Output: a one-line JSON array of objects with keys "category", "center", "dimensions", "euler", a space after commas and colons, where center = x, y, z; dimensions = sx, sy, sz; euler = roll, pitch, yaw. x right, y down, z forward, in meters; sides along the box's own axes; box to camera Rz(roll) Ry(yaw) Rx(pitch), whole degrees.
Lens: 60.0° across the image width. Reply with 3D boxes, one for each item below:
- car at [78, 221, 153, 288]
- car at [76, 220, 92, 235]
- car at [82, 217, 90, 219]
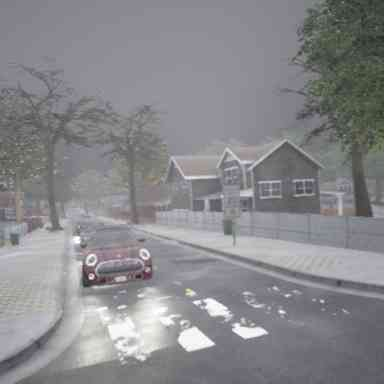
[{"category": "car", "center": [-2.784, 2.059, 11.836], "dimensions": [2.097, 1.767, 4.553], "euler": [-3, -2, -18]}, {"category": "car", "center": [-6.212, 2.733, 21.391], "dimensions": [2.128, 1.511, 4.902], "euler": [-3, -2, -20]}, {"category": "car", "center": [-10.903, 3.571, 34.174], "dimensions": [1.895, 1.301, 4.718], "euler": [-3, -2, -20]}]
